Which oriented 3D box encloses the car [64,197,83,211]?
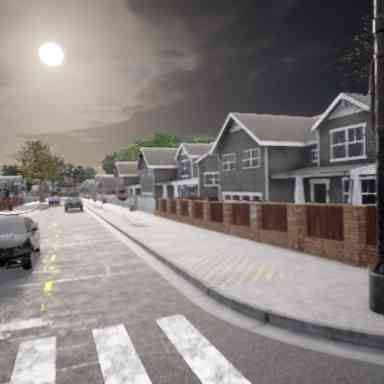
[{"bbox_3d":[-14.812,1.362,41.686,2.097,1.767,4.553,-2,0,-21],"label":"car"}]

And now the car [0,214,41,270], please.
[{"bbox_3d":[-6.230,1.561,11.163,1.882,1.535,5.008,-2,1,-20],"label":"car"}]

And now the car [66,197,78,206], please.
[{"bbox_3d":[-20.388,1.568,56.335,1.812,1.442,4.674,-2,1,-21],"label":"car"}]

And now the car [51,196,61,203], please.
[{"bbox_3d":[-30.265,1.659,74.275,1.882,1.535,5.008,-2,0,-21],"label":"car"}]

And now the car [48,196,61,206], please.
[{"bbox_3d":[-24.803,1.620,59.942,1.882,1.535,5.008,-2,1,-21],"label":"car"}]
